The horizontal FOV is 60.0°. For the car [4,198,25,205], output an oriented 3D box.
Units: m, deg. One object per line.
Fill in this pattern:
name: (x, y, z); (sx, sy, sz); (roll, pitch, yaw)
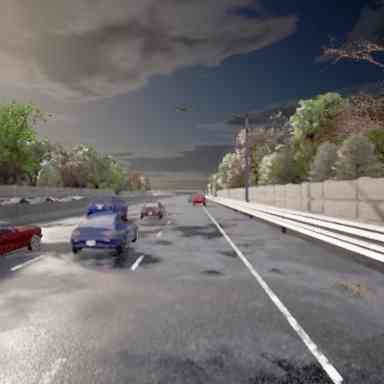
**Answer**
car: (-24.563, 1.606, 46.851); (1.812, 1.442, 4.674); (0, 0, 0)

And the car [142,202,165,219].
car: (-3.401, 1.574, 29.430); (1.812, 1.442, 4.674); (0, 0, 0)

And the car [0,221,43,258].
car: (-6.900, 1.617, 11.201); (1.895, 1.301, 4.718); (0, 0, 0)

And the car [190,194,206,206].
car: (1.223, 1.335, 56.286); (2.150, 2.045, 5.566); (0, 0, 0)

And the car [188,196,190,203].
car: (-0.002, 1.626, 74.769); (2.128, 1.511, 4.902); (0, 0, 0)

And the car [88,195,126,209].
car: (-6.902, 1.266, 27.532); (2.150, 2.045, 5.566); (0, 0, 0)

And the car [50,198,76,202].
car: (-17.567, 1.558, 46.738); (1.882, 1.535, 5.008); (0, 0, 0)

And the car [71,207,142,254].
car: (-3.399, 1.546, 13.471); (1.812, 1.442, 4.674); (0, 0, 0)

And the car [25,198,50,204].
car: (-21.064, 1.587, 46.878); (1.837, 1.490, 4.892); (0, -1, 0)

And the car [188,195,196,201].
car: (-0.002, 1.590, 90.727); (1.994, 1.385, 4.181); (0, 0, 0)
